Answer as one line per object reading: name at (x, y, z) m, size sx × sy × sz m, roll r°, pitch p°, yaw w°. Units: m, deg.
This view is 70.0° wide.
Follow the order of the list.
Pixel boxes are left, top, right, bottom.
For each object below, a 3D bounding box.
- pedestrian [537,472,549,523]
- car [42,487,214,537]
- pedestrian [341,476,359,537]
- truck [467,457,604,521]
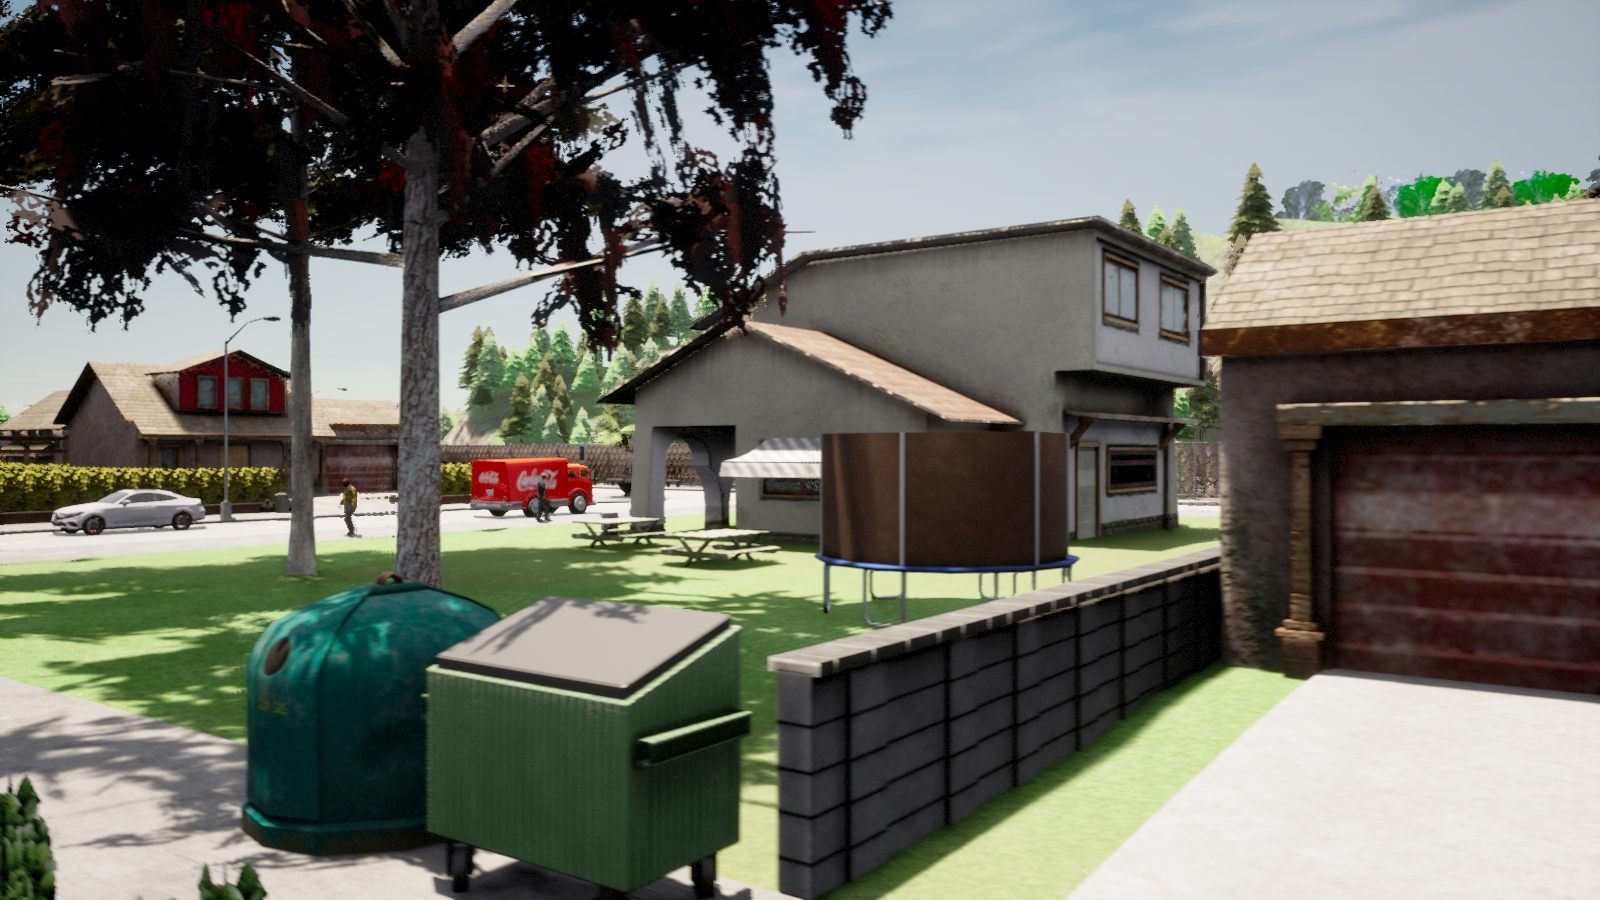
pedestrian at (-9.511, 1.740, 42.271) m, size 0.375 × 1.860 × 0.375 m, roll 0°, pitch 0°, yaw -29°
car at (-22.902, 2.076, 39.122) m, size 2.002 × 1.442 × 4.674 m, roll 0°, pitch 0°, yaw 35°
pedestrian at (-13.898, 1.739, 35.259) m, size 0.375 × 1.860 × 0.375 m, roll 0°, pitch 0°, yaw 35°
truck at (-11.156, 1.576, 48.576) m, size 2.627 × 2.467 × 5.204 m, roll 0°, pitch 1°, yaw 35°
